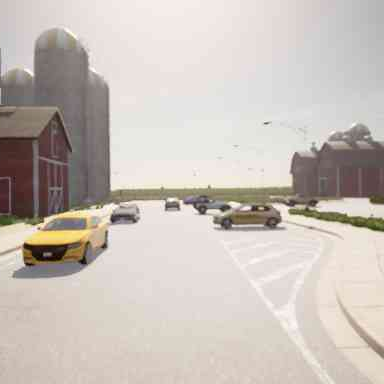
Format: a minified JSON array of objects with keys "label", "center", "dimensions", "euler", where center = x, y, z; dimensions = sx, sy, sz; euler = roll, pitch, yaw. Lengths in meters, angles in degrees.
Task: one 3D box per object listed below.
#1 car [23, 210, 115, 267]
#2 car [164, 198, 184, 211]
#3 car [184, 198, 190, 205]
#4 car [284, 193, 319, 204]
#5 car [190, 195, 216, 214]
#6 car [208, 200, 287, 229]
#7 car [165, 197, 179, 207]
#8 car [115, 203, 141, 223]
[{"label":"car","center":[-4.289,1.534,12.030],"dimensions":[1.882,1.535,5.008],"euler":[-1,0,-3]},{"label":"car","center":[-2.446,1.510,41.763],"dimensions":[2.128,1.511,4.902],"euler":[-1,0,-4]},{"label":"car","center":[0.648,1.448,58.195],"dimensions":[4.611,1.667,2.242],"euler":[-1,0,-3]},{"label":"car","center":[14.673,1.082,44.955],"dimensions":[4.605,1.855,1.932],"euler":[-1,0,-3]},{"label":"car","center":[2.021,1.271,34.028],"dimensions":[3.866,1.878,1.905],"euler":[-1,0,-3]},{"label":"car","center":[3.357,1.449,20.600],"dimensions":[4.193,1.474,1.816],"euler":[-1,0,-3]},{"label":"car","center":[-3.099,1.571,52.183],"dimensions":[2.033,1.411,5.357],"euler":[-1,0,-4]},{"label":"car","center":[-5.189,1.611,26.644],"dimensions":[2.033,1.411,5.357],"euler":[-1,0,-3]}]
